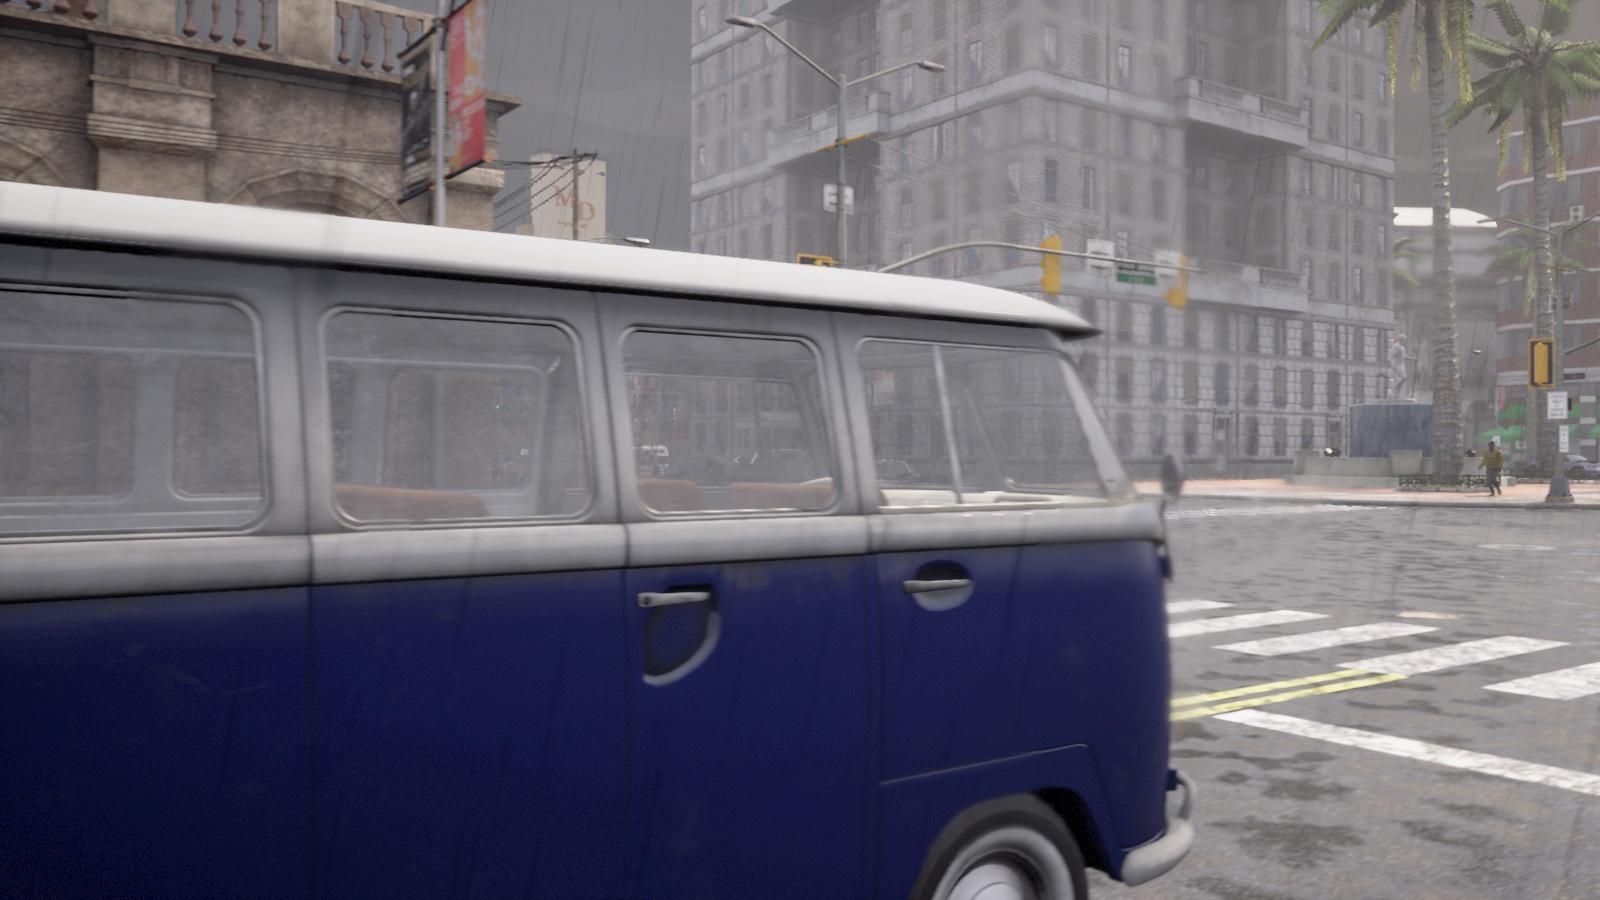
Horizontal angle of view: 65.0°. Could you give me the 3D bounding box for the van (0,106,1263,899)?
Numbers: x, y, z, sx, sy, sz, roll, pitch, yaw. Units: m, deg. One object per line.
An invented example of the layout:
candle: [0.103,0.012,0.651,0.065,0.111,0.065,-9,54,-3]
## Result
van: [-1.053,0.507,2.920,4.442,1.987,1.775,0,0,-35]

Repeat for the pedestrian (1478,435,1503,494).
pedestrian: [21.923,0.453,39.863,0.709,1.840,0.431,0,0,-36]

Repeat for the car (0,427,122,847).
car: [-5.388,0.705,4.158,5.366,1.575,1.801,0,0,-35]

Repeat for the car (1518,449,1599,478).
car: [44.909,0.760,73.512,2.033,1.649,4.856,0,0,-20]
